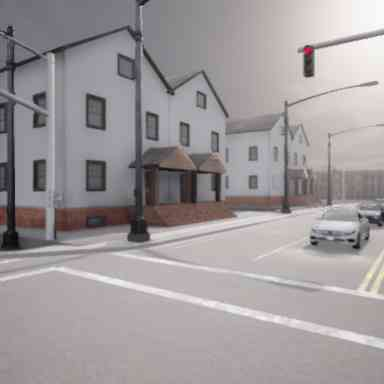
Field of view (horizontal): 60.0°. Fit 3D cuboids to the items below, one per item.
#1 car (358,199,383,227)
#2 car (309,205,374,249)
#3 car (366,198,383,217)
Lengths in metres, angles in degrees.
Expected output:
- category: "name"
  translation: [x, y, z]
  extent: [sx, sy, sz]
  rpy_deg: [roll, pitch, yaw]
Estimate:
- category: "car"
  translation: [12.051, 1.481, 22.662]
  extent: [2.033, 1.411, 5.357]
  rpy_deg: [0, 0, 34]
- category: "car"
  translation: [6.604, 1.496, 14.685]
  extent: [1.812, 1.442, 4.674]
  rpy_deg: [0, 0, 34]
- category: "car"
  translation: [17.884, 1.385, 31.181]
  extent: [2.128, 1.511, 4.902]
  rpy_deg: [0, 0, 35]
